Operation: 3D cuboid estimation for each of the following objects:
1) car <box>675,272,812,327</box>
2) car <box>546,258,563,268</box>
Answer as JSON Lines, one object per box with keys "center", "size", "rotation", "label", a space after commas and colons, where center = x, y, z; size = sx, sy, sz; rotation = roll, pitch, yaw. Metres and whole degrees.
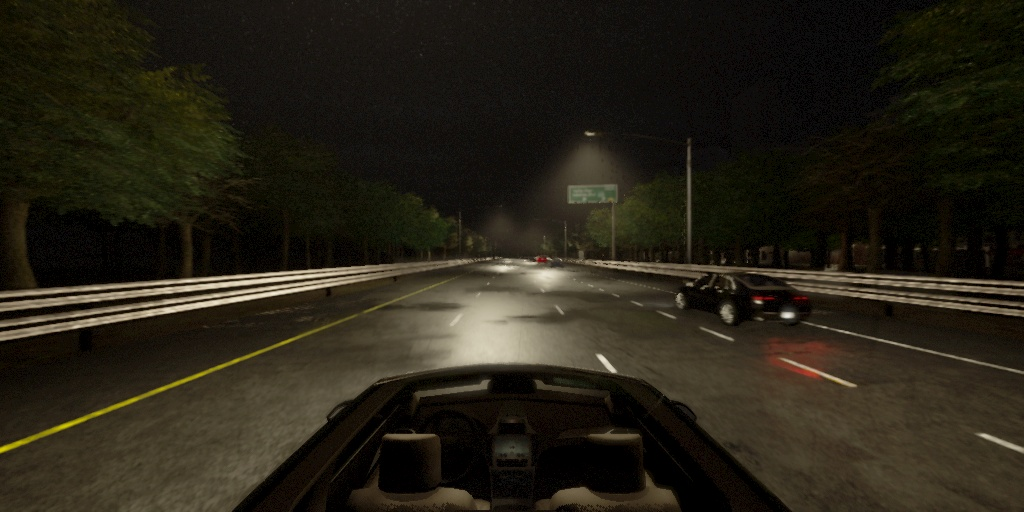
{"center": [7.007, 1.263, 11.526], "size": [1.837, 1.490, 4.892], "rotation": [0, 0, 0], "label": "car"}
{"center": [7.157, 1.263, 58.457], "size": [2.033, 1.411, 5.357], "rotation": [0, 0, 0], "label": "car"}
